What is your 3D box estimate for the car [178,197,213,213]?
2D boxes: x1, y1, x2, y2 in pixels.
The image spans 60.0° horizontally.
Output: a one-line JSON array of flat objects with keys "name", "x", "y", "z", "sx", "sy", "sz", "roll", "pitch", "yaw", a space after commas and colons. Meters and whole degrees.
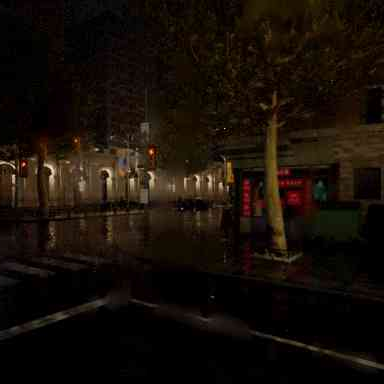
[{"name": "car", "x": 0.365, "y": 1.505, "z": 37.216, "sx": 1.837, "sy": 1.490, "sz": 4.892, "roll": 0, "pitch": 0, "yaw": 36}]

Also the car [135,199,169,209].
[{"name": "car", "x": -4.934, "y": 1.564, "z": 43.901, "sx": 1.994, "sy": 1.385, "sz": 4.181, "roll": 0, "pitch": 0, "yaw": 35}]

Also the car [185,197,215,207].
[{"name": "car", "x": 1.318, "y": 1.547, "z": 52.545, "sx": 2.033, "sy": 1.411, "sz": 5.357, "roll": 0, "pitch": 0, "yaw": 36}]

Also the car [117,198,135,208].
[{"name": "car", "x": -10.235, "y": 1.595, "z": 47.907, "sx": 1.895, "sy": 1.301, "sz": 4.718, "roll": 0, "pitch": 0, "yaw": 36}]

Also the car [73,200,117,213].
[{"name": "car", "x": -10.694, "y": 1.564, "z": 35.895, "sx": 1.994, "sy": 1.385, "sz": 4.181, "roll": 0, "pitch": 0, "yaw": 36}]
